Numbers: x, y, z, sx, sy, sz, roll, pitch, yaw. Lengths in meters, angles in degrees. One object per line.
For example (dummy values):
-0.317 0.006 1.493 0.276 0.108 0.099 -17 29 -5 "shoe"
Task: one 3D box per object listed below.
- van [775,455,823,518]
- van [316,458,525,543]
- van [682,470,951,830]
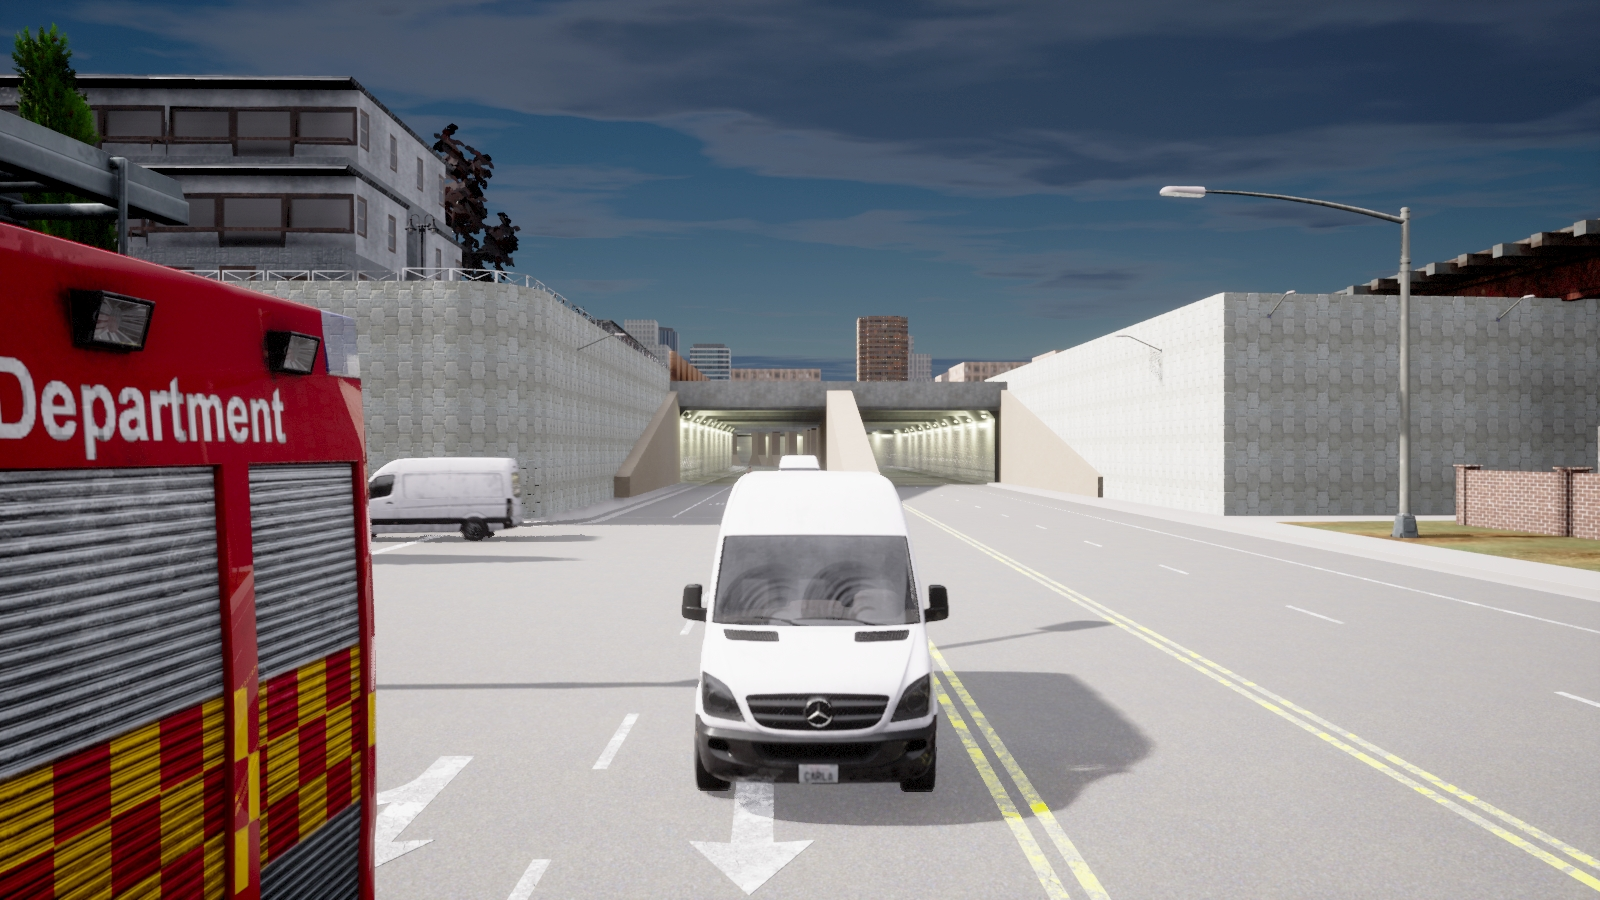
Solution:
-0.042 1.534 50.496 1.988 2.561 5.915 0 0 0 "van"
-11.783 1.534 35.796 5.915 2.561 1.988 0 0 -5 "van"
0.122 1.531 11.421 1.988 2.561 5.915 0 0 0 "van"
